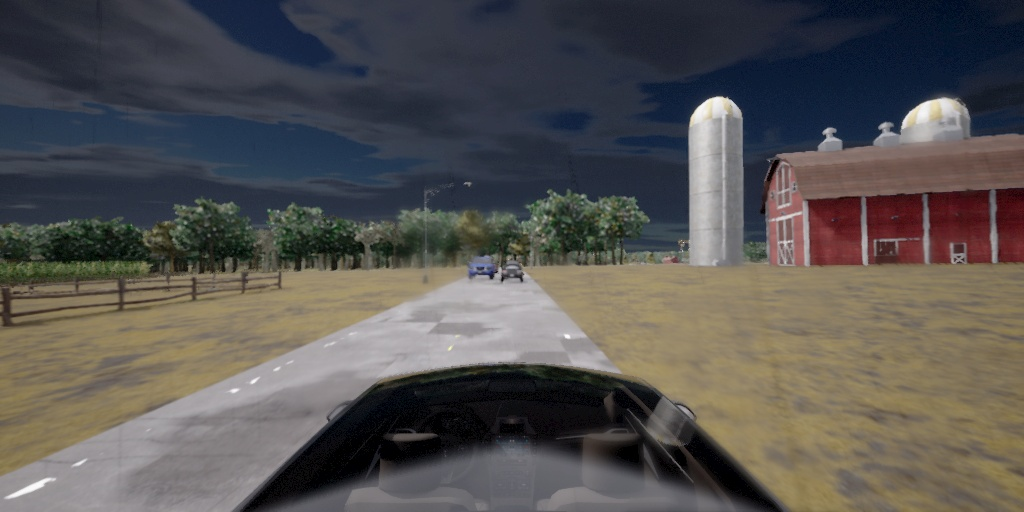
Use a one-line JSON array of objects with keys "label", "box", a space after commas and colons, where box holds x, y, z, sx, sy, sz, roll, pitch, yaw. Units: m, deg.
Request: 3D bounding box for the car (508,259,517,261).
[{"label": "car", "box": [0.070, 1.325, 46.248, 2.097, 1.767, 4.553, 0, -1, 0]}]

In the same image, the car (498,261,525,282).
[{"label": "car", "box": [0.018, 1.375, 30.367, 1.812, 1.442, 4.674, 0, 0, 0]}]

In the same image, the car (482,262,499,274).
[{"label": "car", "box": [-2.743, 1.509, 46.461, 1.812, 1.442, 4.674, 0, -1, 0]}]

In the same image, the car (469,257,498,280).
[{"label": "car", "box": [-2.744, 1.091, 33.773, 2.150, 2.045, 5.566, 0, 0, 0]}]
